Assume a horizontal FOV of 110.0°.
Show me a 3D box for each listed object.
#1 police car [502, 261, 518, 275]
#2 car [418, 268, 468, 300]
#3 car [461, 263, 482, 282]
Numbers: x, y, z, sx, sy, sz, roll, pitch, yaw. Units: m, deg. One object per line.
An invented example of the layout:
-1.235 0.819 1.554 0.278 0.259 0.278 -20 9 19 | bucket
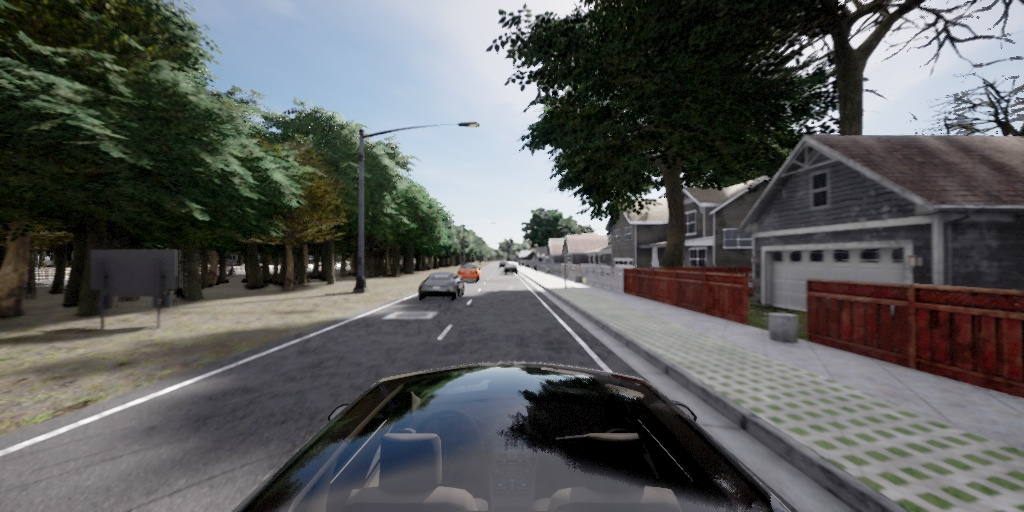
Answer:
-0.146 1.898 52.882 1.930 1.638 5.238 0 -1 -1 | police car
-3.757 1.565 19.626 1.994 1.385 4.181 0 -1 -1 | car
-4.155 1.577 35.409 2.097 1.767 4.553 0 -1 -1 | car
